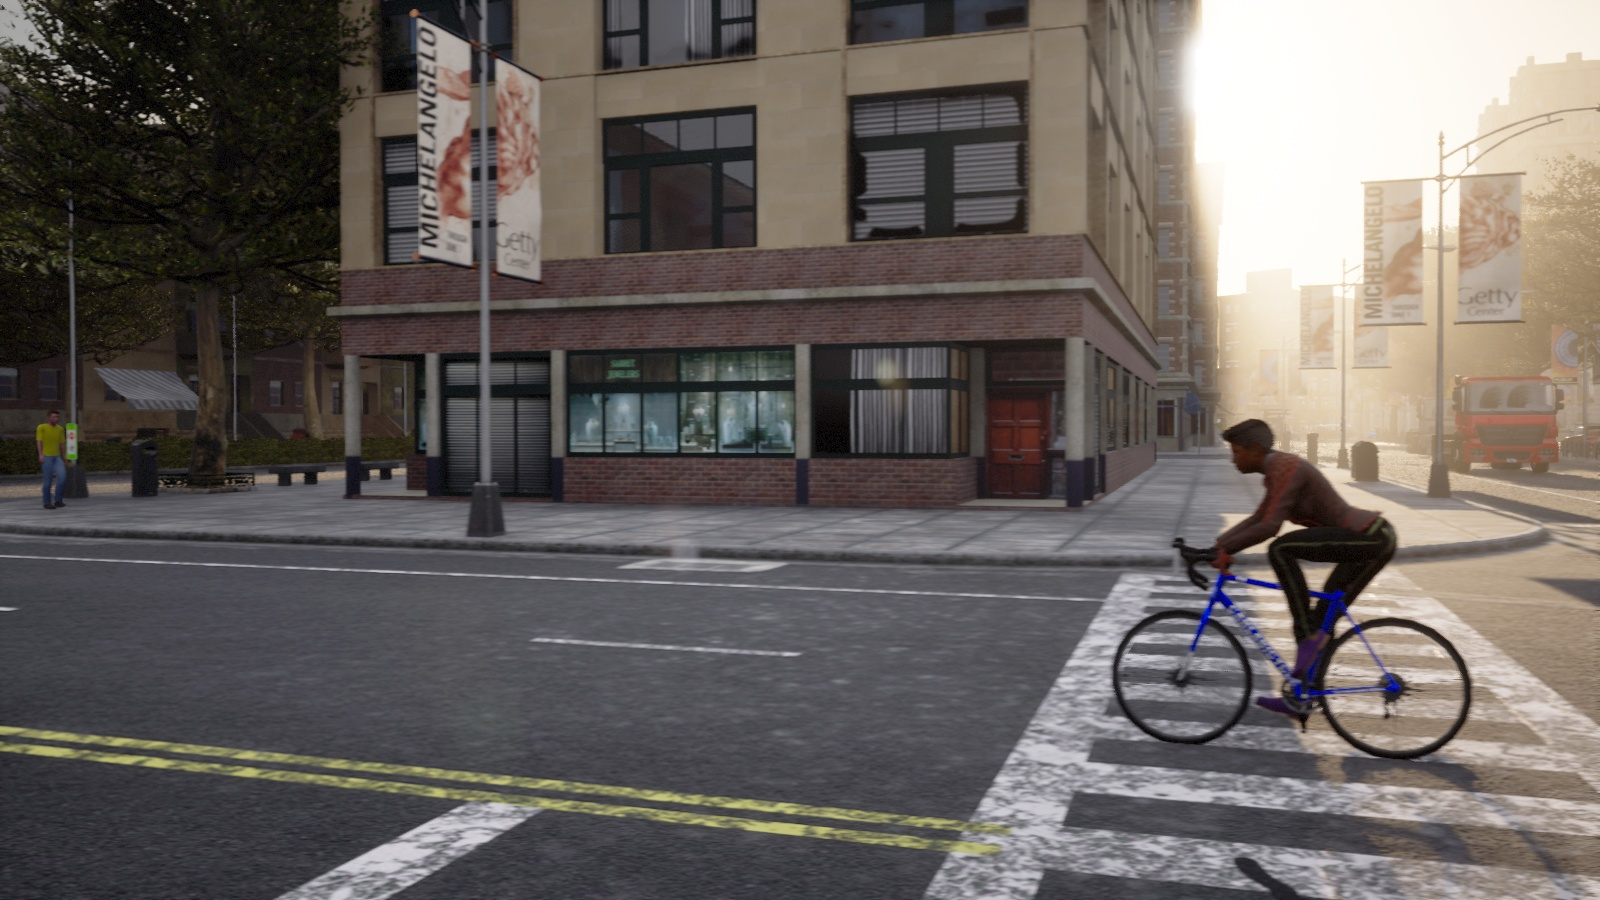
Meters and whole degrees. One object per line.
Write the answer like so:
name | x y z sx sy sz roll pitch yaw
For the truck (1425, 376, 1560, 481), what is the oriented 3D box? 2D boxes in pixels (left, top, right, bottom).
truck | 25.063 -0.785 45.872 2.891 3.462 7.936 1 1 18

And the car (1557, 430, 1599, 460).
car | 46.516 -0.314 74.009 2.242 1.667 4.611 1 1 18

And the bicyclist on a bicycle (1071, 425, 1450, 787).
bicyclist on a bicycle | 2.202 0.689 6.144 1.656 1.620 0.582 0 1 19

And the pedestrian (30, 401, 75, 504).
pedestrian | -13.574 0.041 22.794 0.706 1.836 0.354 1 1 24

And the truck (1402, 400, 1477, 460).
truck | 39.099 -1.227 77.029 2.891 3.462 7.936 1 1 18
